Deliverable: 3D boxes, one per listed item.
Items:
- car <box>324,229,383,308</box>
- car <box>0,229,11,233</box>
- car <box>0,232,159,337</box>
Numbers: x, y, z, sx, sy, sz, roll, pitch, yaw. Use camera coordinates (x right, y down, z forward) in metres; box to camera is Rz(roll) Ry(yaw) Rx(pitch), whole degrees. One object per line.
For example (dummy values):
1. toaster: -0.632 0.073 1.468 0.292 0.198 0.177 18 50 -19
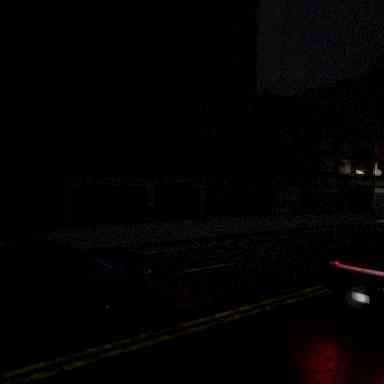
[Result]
1. car: 4.700 1.495 6.787 4.902 1.511 2.128 0 0 -36
2. car: -6.005 1.492 7.385 4.902 1.511 2.128 0 0 -35
3. car: -3.204 1.548 5.393 5.357 1.411 2.033 0 0 -36
